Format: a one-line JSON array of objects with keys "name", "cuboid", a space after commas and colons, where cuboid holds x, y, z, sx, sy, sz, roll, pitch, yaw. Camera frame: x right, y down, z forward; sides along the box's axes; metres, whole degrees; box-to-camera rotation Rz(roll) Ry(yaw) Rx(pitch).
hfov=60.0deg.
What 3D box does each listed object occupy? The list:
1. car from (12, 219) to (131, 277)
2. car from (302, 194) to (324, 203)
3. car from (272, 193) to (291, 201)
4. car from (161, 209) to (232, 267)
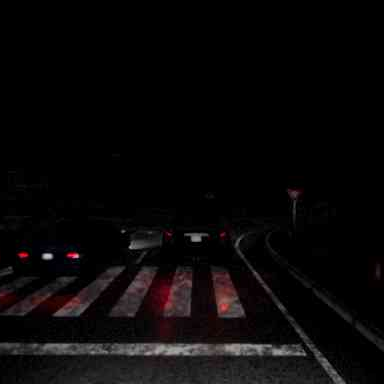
[{"name": "car", "cuboid": [-3.312, 1.556, 10.305, 2.033, 1.411, 5.357, 0, 0, 2]}, {"name": "car", "cuboid": [20.649, 0.999, 56.739, 1.812, 1.442, 4.674, 0, 2, -15]}, {"name": "car", "cuboid": [16.053, 0.941, 60.430, 1.994, 1.385, 4.181, -1, 2, -23]}, {"name": "car", "cuboid": [0.191, 1.359, 11.670, 2.097, 1.767, 4.553, 0, 0, 2]}]
